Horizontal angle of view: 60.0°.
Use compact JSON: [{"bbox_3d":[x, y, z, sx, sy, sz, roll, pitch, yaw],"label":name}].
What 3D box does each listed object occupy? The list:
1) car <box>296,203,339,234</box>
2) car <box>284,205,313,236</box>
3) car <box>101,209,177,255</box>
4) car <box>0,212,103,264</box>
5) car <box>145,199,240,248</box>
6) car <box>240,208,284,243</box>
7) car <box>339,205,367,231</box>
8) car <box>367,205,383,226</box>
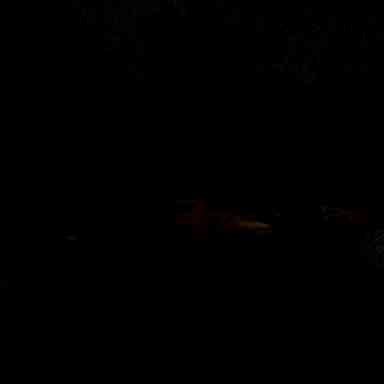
[{"bbox_3d":[6.330,1.553,20.669,4.553,1.767,2.185,-1,-1,34],"label":"car"},{"bbox_3d":[3.913,1.649,18.928,4.892,1.521,2.231,-1,-1,34],"label":"car"},{"bbox_3d":[-3.295,1.588,13.703,4.792,1.488,2.163,-1,-1,34],"label":"car"},{"bbox_3d":[-5.767,1.558,11.997,4.792,1.488,2.163,-1,-1,34],"label":"car"},{"bbox_3d":[-0.929,1.337,15.468,5.566,2.045,2.435,-1,-1,34],"label":"car"},{"bbox_3d":[1.663,1.614,17.089,5.366,1.575,1.946,-1,-1,34],"label":"car"},{"bbox_3d":[8.696,1.709,22.439,5.008,1.535,2.097,-1,-1,34],"label":"car"},{"bbox_3d":[13.401,1.799,26.017,4.792,1.488,2.163,-1,-1,33],"label":"car"}]
